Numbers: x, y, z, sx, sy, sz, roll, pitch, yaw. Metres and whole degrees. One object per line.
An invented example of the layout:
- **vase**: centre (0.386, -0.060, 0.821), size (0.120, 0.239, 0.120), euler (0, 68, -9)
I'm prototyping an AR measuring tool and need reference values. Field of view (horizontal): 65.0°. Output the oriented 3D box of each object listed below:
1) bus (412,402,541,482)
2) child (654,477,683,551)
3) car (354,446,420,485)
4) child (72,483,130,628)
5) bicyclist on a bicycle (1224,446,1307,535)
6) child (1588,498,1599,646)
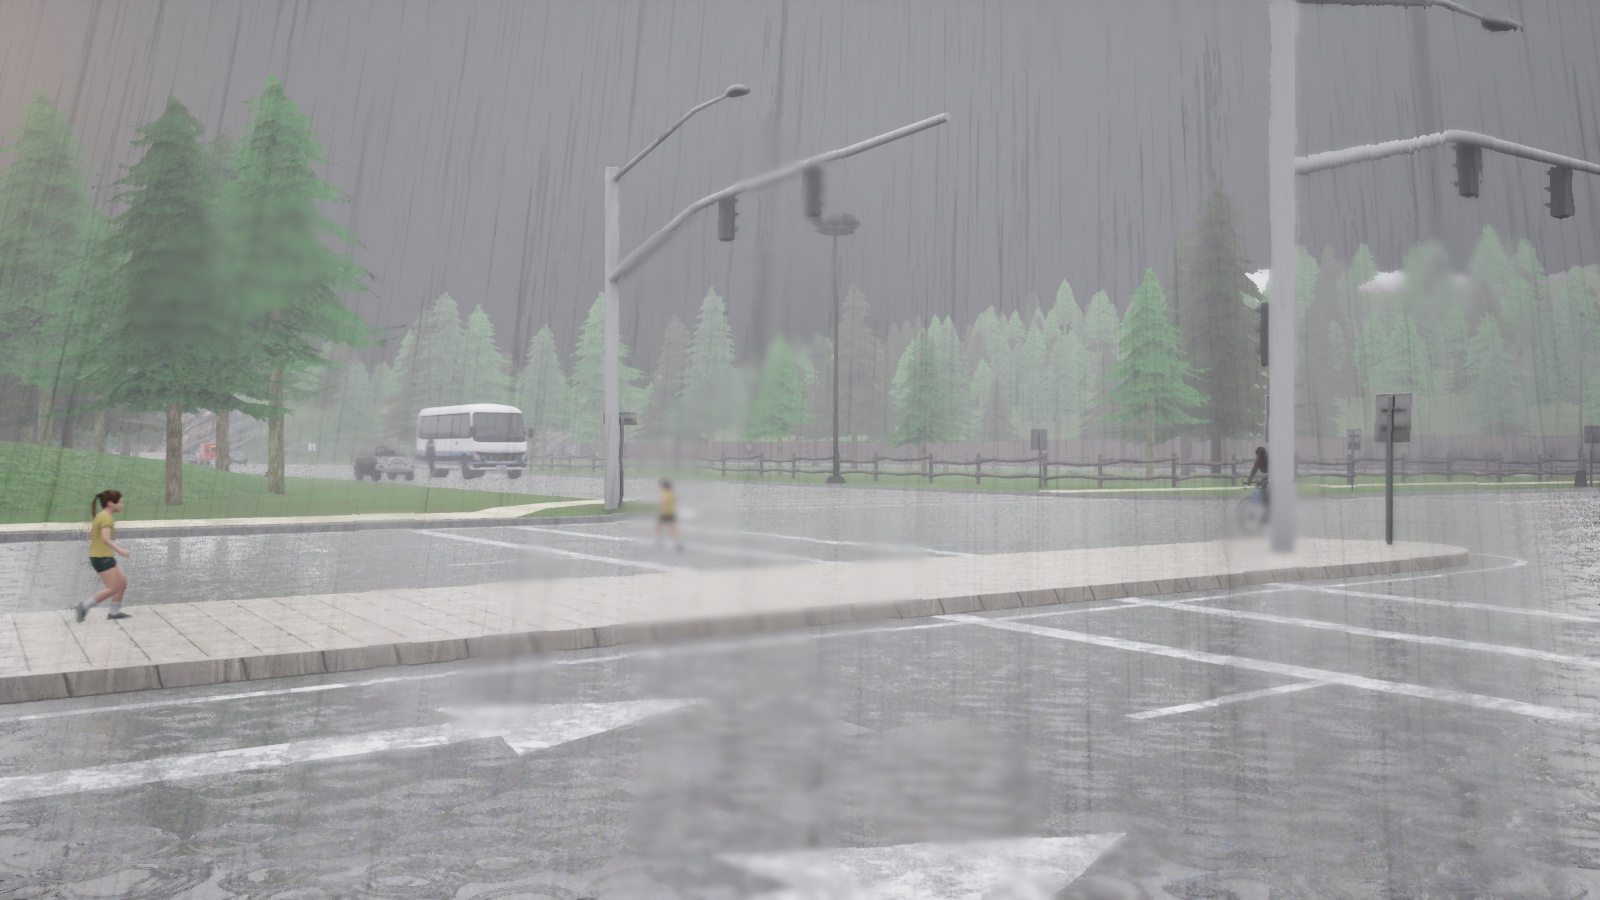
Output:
- **bus**: centre (-18.851, -0.414, 72.579), size (3.944, 4.253, 10.273), euler (0, 0, -34)
- **child**: centre (-2.013, 0.975, 19.236), size (0.255, 1.110, 0.394), euler (0, 0, -43)
- **car**: centre (-20.711, 0.759, 62.902), size (1.932, 1.855, 4.605), euler (0, 0, -34)
- **child**: centre (-5.511, 0.818, 9.903), size (0.394, 1.110, 0.255), euler (0, 0, -31)
- **bicyclist on a bicycle**: centre (8.739, 0.737, 23.554), size (1.656, 1.620, 0.582), euler (0, 0, -34)
- **child**: centre (6.199, 0.924, 9.441), size (0.255, 1.110, 0.394), euler (0, 0, -38)
